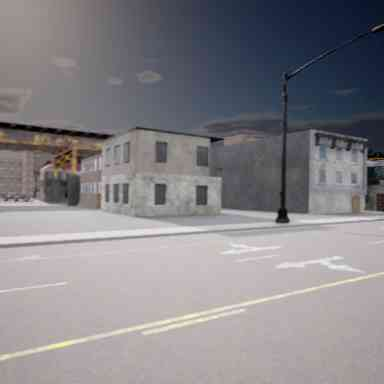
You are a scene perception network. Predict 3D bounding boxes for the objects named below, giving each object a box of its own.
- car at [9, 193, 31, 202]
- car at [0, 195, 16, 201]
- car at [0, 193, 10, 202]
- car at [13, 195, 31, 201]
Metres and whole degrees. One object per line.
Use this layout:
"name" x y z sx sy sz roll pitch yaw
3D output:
"car" -38.097 1.508 74.547 2.038 1.542 4.974 1 -1 -2
"car" -41.866 1.269 74.749 4.536 1.218 1.853 1 -1 28
"car" -41.823 1.427 74.723 4.974 1.542 2.038 1 -1 28
"car" -38.095 1.351 74.601 1.853 1.218 4.536 1 -1 -2
